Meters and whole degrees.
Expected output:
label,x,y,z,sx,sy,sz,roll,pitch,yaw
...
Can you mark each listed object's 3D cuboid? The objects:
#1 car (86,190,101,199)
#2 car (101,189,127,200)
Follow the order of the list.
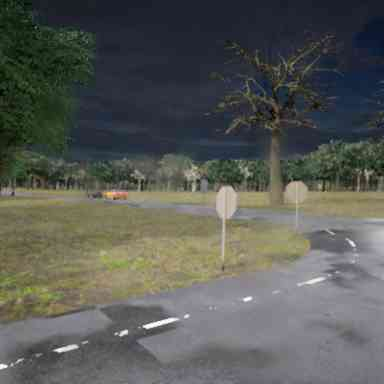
label,x,y,z,sx,sy,sz,roll,pitch,yaw
car,-17.801,0.437,60.377,1.837,1.490,4.892,1,-1,-36
car,-12.023,0.329,52.394,2.097,1.767,4.553,1,0,-35
